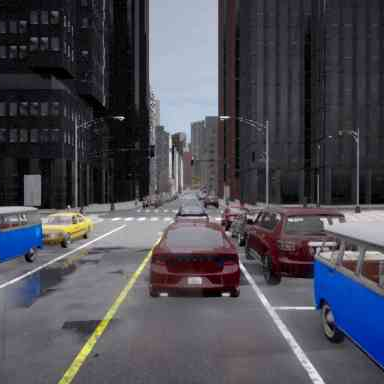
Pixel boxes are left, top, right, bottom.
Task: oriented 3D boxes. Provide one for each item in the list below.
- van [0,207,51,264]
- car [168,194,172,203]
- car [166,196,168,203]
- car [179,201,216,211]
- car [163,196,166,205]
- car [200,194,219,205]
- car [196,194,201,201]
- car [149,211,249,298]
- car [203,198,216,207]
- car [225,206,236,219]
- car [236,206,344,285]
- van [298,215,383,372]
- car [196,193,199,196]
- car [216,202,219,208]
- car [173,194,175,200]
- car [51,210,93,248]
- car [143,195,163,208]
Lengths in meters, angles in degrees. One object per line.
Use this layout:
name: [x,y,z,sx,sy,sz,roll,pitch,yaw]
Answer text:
van: [-5.774,1.341,9.407,1.690,1.788,3.998,0,0,0]
car: [-5.807,1.617,70.069,1.947,1.339,4.313,0,0,0]
car: [-5.800,1.598,58.782,1.947,1.339,4.313,0,0,0]
car: [-0.009,1.493,18.998,2.128,1.511,4.902,0,0,0]
car: [-5.798,1.340,53.139,2.192,1.841,5.009,0,0,0]
car: [2.730,1.335,47.491,2.192,1.841,5.009,0,0,0]
car: [2.708,1.636,86.997,1.887,1.381,4.507,0,0,0]
car: [0.062,1.478,8.589,1.882,1.535,5.008,0,0,0]
car: [2.728,1.591,53.135,1.947,1.339,4.313,0,0,0]
car: [2.752,1.551,14.925,2.008,1.369,4.403,0,0,0]
car: [2.756,1.315,9.400,2.192,1.841,5.009,0,0,0]
van: [2.761,1.341,3.874,1.690,1.788,3.998,0,0,0]
car: [2.705,1.671,92.642,1.947,1.339,4.313,0,0,0]
car: [2.748,1.547,20.450,1.887,1.381,4.507,0,0,0]
car: [-5.814,1.622,81.355,1.887,1.381,4.507,0,0,0]
car: [-5.775,1.526,14.761,1.752,1.417,4.829,0,0,0]
car: [-5.794,1.335,47.496,2.192,1.841,5.009,0,0,0]
